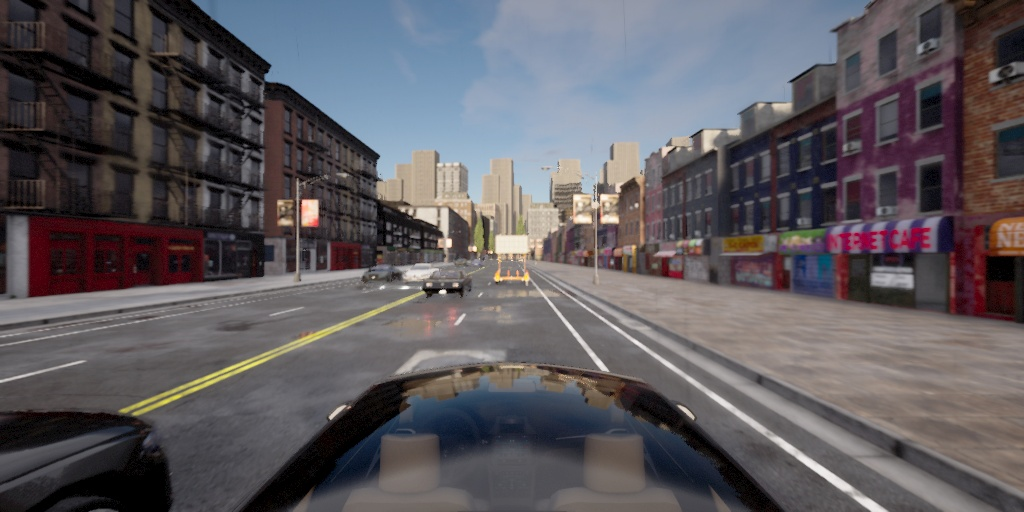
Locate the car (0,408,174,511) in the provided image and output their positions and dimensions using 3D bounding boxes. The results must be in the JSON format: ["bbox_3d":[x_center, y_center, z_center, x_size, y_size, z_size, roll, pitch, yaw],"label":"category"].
[{"bbox_3d":[-3.151,1.242,0.333,2.128,1.511,4.902,0,0,0],"label":"car"}]

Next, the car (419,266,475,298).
[{"bbox_3d":[-3.155,1.356,18.551,1.895,1.301,4.718,0,0,0],"label":"car"}]

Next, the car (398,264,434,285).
[{"bbox_3d":[-6.605,1.290,26.579,1.812,1.442,4.674,0,0,0],"label":"car"}]

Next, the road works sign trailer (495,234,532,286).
[{"bbox_3d":[-0.005,0.227,25.237,2.380,3.560,2.880,0,0,0],"label":"road works sign trailer"}]

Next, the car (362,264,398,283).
[{"bbox_3d":[-9.851,1.330,27.500,1.994,1.385,4.181,0,0,0],"label":"car"}]
